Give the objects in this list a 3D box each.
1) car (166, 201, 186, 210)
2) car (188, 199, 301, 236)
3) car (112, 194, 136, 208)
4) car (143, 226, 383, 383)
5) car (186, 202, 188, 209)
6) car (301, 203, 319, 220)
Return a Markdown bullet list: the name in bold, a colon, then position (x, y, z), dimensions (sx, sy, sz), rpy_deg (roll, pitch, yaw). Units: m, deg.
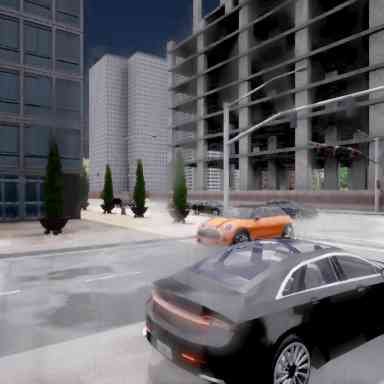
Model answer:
- **car**: position (-1.504, 1.619, 42.475), dimensions (1.994, 1.385, 4.181), rpy_deg (0, 0, -36)
- **car**: position (2.354, 1.352, 14.342), dimensions (4.553, 1.767, 2.097), rpy_deg (0, 0, -39)
- **car**: position (-9.998, 1.277, 48.217), dimensions (2.150, 2.045, 5.566), rpy_deg (0, 0, -36)
- **car**: position (1.662, 1.492, 5.040), dimensions (4.902, 1.511, 2.128), rpy_deg (0, 0, -36)
- **car**: position (1.962, 1.545, 31.751), dimensions (2.128, 1.511, 4.902), rpy_deg (0, 0, -36)
- **car**: position (8.653, 1.408, 29.083), dimensions (2.097, 1.767, 4.553), rpy_deg (0, 0, -41)
